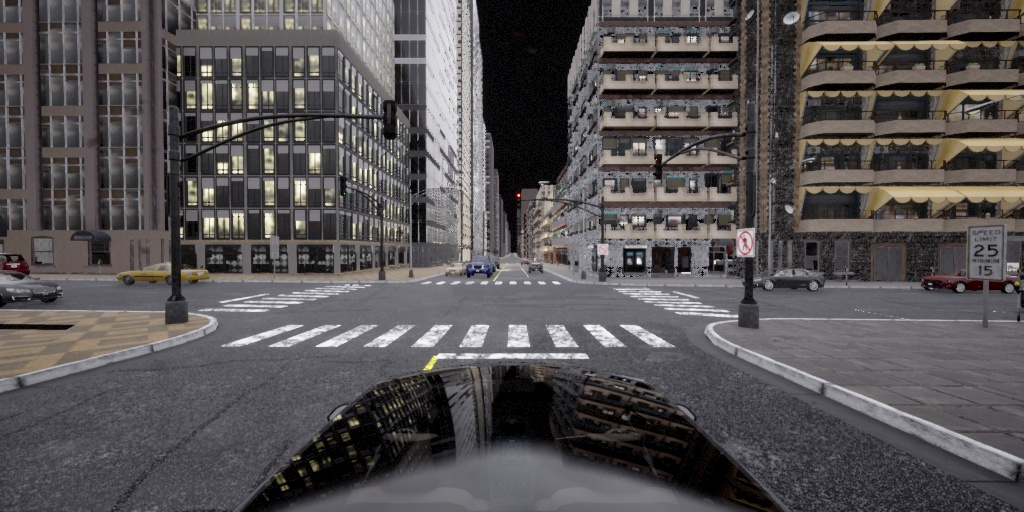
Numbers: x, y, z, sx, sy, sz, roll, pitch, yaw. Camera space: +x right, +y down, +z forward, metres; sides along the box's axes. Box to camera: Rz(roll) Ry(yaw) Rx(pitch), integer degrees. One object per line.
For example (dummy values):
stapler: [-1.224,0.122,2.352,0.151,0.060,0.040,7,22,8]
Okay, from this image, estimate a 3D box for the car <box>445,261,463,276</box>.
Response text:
car: [-5.634,1.266,36.396,1.751,1.417,4.829,0,0,0]

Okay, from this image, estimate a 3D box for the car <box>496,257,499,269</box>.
car: [-3.023,1.217,44.829,1.882,1.535,5.008,0,0,0]

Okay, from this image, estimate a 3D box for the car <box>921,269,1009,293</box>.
car: [27.406,1.462,21.540,4.507,1.381,1.888,0,0,1]

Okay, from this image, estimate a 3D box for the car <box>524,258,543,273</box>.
car: [2.756,1.290,42.207,2.007,1.370,4.403,0,0,0]

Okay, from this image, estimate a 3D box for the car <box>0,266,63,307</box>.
car: [-20.267,1.204,13.939,4.403,1.370,2.007,0,0,1]

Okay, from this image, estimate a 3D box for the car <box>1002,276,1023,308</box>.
car: [21.734,1.576,13.248,4.313,1.339,1.948,0,0,1]

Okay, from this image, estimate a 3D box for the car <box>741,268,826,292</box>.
car: [16.341,1.376,21.714,4.403,1.370,2.007,0,0,1]

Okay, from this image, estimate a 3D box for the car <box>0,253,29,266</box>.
car: [-33.580,0.713,22.499,5.009,1.841,2.192,0,0,1]

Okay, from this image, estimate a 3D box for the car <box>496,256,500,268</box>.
car: [-3.002,0.959,55.385,2.150,2.045,5.566,0,0,0]

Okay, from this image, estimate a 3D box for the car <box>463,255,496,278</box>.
car: [-3.047,0.963,34.698,2.150,2.045,5.566,0,0,0]

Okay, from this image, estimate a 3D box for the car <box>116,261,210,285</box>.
car: [-21.634,1.030,22.275,4.829,1.417,1.751,0,0,1]
